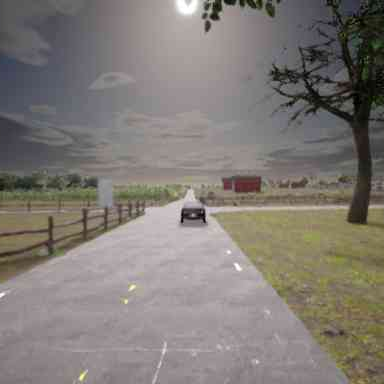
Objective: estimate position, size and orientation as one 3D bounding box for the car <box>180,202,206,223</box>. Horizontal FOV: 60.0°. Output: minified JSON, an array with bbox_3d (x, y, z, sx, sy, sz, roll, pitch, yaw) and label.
[{"bbox_3d":[0.102,1.475,25.797,1.882,1.535,5.008,0,0,0],"label":"car"}]
